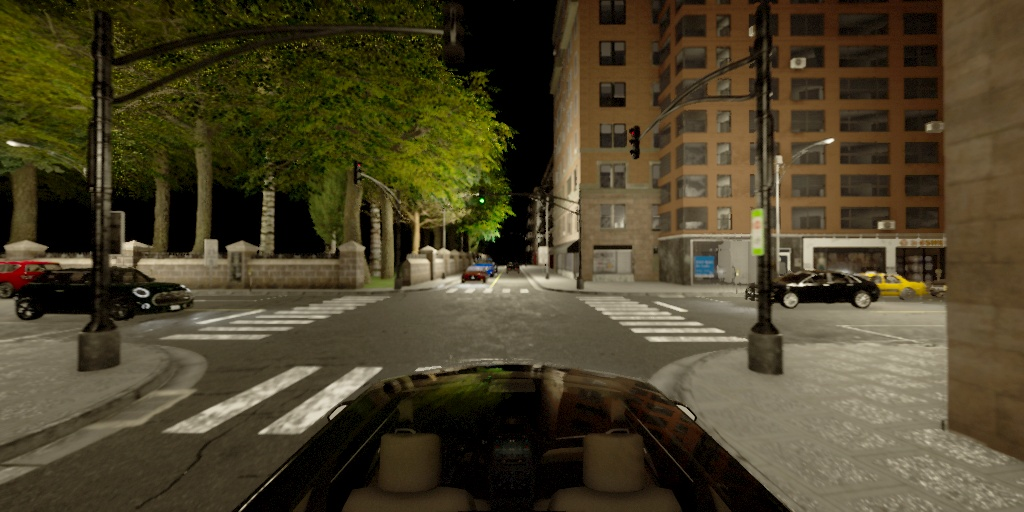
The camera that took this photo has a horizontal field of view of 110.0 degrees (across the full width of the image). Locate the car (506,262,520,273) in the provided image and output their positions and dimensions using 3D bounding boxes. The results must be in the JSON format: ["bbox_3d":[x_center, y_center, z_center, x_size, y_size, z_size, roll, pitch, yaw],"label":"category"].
[{"bbox_3d":[0.140,1.622,51.051,2.128,1.511,4.902,0,-1,0],"label":"car"}]

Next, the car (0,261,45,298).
[{"bbox_3d":[-25.935,1.190,18.352,5.009,1.841,2.192,0,0,1],"label":"car"}]

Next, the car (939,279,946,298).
[{"bbox_3d":[23.200,1.470,17.709,4.403,1.370,2.007,0,0,1],"label":"car"}]

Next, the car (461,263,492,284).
[{"bbox_3d":[-3.074,1.550,30.200,1.994,1.385,4.181,0,0,0],"label":"car"}]

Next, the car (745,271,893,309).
[{"bbox_3d":[12.679,1.390,15.284,4.892,1.490,1.837,0,-1,1],"label":"car"}]

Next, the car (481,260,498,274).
[{"bbox_3d":[-3.050,1.474,49.571,2.097,1.767,4.553,0,0,0],"label":"car"}]

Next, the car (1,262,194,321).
[{"bbox_3d":[-13.876,1.188,12.435,4.553,1.767,2.097,0,-1,1],"label":"car"}]

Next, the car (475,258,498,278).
[{"bbox_3d":[-3.068,1.273,39.511,2.150,2.045,5.566,0,0,0],"label":"car"}]

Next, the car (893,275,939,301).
[{"bbox_3d":[17.580,1.439,17.782,4.829,1.417,1.751,0,0,1],"label":"car"}]
